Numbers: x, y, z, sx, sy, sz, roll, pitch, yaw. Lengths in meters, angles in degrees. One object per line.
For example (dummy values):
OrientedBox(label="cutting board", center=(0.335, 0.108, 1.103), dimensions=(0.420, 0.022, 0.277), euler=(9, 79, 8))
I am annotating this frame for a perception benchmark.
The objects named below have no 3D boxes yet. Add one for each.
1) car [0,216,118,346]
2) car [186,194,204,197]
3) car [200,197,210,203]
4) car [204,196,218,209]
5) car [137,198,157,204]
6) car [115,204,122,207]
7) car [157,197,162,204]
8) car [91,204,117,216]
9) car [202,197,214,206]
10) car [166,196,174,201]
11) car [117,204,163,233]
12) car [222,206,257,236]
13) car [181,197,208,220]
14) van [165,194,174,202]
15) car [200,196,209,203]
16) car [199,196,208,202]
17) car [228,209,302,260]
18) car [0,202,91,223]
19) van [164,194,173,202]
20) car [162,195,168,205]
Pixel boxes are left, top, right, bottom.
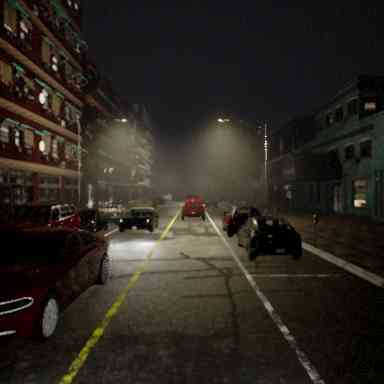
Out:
OrientedBox(label="car", center=(-3.068, 1.479, 6.689), dimensions=(1.882, 1.535, 5.008), euler=(0, 0, 0))
OrientedBox(label="car", center=(0.108, 1.256, 45.950), dimensions=(2.150, 2.045, 5.566), euler=(0, 0, 0))
OrientedBox(label="car", center=(2.701, 1.658, 69.236), dimensions=(1.802, 1.307, 4.206), euler=(0, 0, 0))
OrientedBox(label="car", center=(2.698, 1.586, 46.450), dimensions=(2.008, 1.369, 4.403), euler=(0, 0, 0))
OrientedBox(label="car", center=(-5.685, 1.555, 40.587), dimensions=(1.752, 1.417, 4.829), euler=(0, 0, 0))
OrientedBox(label="car", center=(-5.687, 1.563, 23.666), dimensions=(2.008, 1.369, 4.403), euler=(0, 0, 0))
OrientedBox(label="car", center=(-5.683, 1.581, 46.454), dimensions=(1.887, 1.381, 4.507), euler=(0, 0, 0))
OrientedBox(label="car", center=(-5.688, 1.573, 17.970), dimensions=(1.947, 1.339, 4.313), euler=(0, 0, 0))
OrientedBox(label="car", center=(2.699, 1.598, 57.842), dimensions=(1.887, 1.381, 4.507), euler=(0, 0, 0))
OrientedBox(label="car", center=(-5.676, 1.700, 86.332), dimensions=(1.802, 1.307, 4.206), euler=(0, 0, 0))
OrientedBox(label="car", center=(-3.066, 1.609, 19.969), dimensions=(1.895, 1.301, 4.718), euler=(0, 0, 0))
OrientedBox(label="car", center=(2.692, 1.446, 17.966), dimensions=(1.967, 1.590, 4.097), euler=(0, 0, 0))
OrientedBox(label="car", center=(0.102, 1.494, 28.561), dimensions=(1.882, 1.535, 5.008), euler=(0, 0, 0))
OrientedBox(label="van", center=(-5.680, 1.431, 74.938), dimensions=(1.690, 1.788, 3.998), euler=(0, 0, 0))
OrientedBox(label="car", center=(2.702, 1.634, 74.933), dimensions=(1.887, 1.381, 4.507), euler=(0, 0, 0))
OrientedBox(label="car", center=(2.703, 1.669, 80.629), dimensions=(1.947, 1.339, 4.313), euler=(0, 0, 0))
OrientedBox(label="car", center=(2.692, 1.554, 12.269), dimensions=(2.008, 1.369, 4.403), euler=(0, 0, 0))
OrientedBox(label="car", center=(-5.690, 1.319, 12.273), dimensions=(2.192, 1.841, 5.009), euler=(0, 0, 0))
OrientedBox(label="van", center=(-5.678, 1.445, 80.635), dimensions=(1.690, 1.788, 3.998), euler=(0, 0, 0))
OrientedBox(label="car", center=(-5.681, 1.620, 57.846), dimensions=(1.947, 1.339, 4.313), euler=(0, 0, 0))
